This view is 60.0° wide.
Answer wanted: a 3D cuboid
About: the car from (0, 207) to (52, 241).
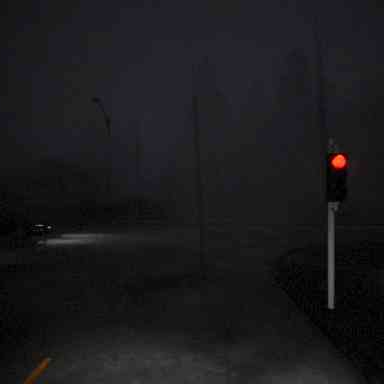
[{"bbox_3d":[-9.398,1.505,16.232,4.892,1.490,1.837,0,0,0],"label":"car"}]
